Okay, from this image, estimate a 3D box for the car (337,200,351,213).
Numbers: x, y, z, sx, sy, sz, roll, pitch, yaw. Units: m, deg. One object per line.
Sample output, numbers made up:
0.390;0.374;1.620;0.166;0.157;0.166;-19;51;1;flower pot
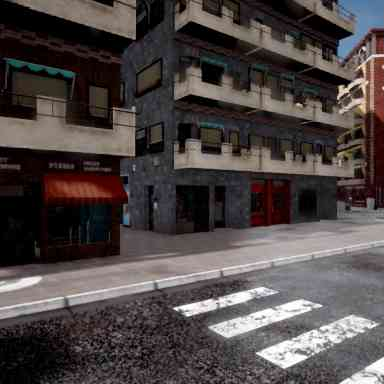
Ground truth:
18.078;1.691;41.453;1.882;1.535;5.008;0;0;5;car
